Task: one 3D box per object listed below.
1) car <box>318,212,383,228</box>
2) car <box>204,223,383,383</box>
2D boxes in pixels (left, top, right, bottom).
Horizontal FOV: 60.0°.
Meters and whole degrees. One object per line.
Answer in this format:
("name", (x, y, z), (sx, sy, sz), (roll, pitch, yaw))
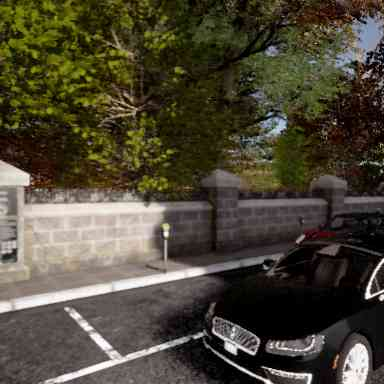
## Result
("car", (4.935, 1.380, 10.080), (4.097, 1.590, 1.967), (0, 1, -36))
("car", (2.409, 1.476, 5.090), (4.892, 1.490, 1.837), (0, 0, -35))
